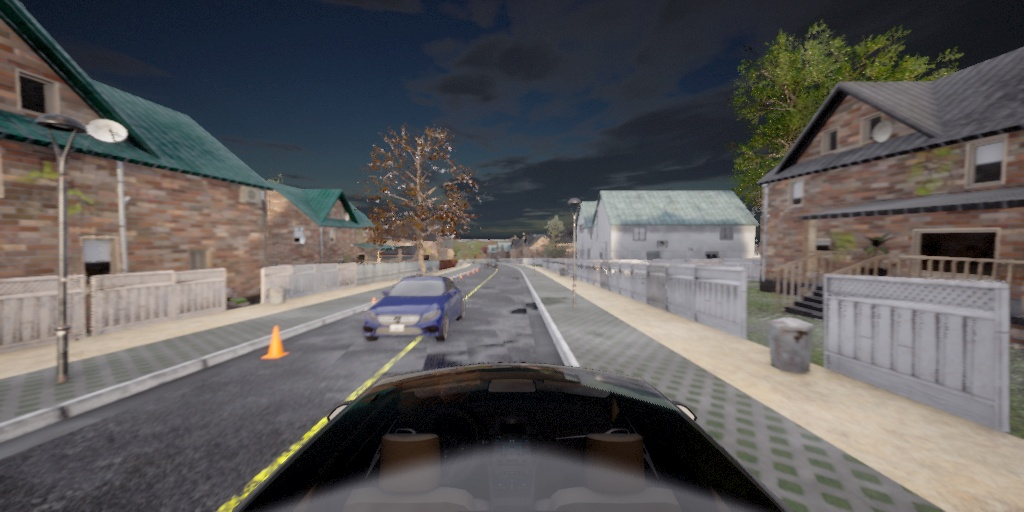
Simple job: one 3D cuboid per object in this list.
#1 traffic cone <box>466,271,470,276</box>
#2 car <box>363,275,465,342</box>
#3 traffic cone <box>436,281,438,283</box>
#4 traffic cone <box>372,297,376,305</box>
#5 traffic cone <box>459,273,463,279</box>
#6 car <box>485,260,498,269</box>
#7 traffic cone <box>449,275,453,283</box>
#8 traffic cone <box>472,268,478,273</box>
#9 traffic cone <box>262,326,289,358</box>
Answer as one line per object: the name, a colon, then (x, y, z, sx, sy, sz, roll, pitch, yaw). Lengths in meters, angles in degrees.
traffic cone: (-4.554, 1.740, 37.218, 0.340, 0.580, 0.340, 0, 0, 0)
car: (-2.428, 1.269, 9.925, 1.812, 1.442, 4.674, 0, 0, 0)
traffic cone: (-4.638, 1.706, 22.196, 0.340, 0.580, 0.340, 0, 0, 0)
traffic cone: (-4.693, 1.698, 12.183, 0.340, 0.580, 0.340, 0, 0, 0)
traffic cone: (-4.582, 1.725, 32.211, 0.340, 0.580, 0.340, 0, 0, 0)
car: (-3.550, 1.385, 60.869, 1.837, 1.490, 4.892, 0, -1, -11)
traffic cone: (-4.610, 1.714, 27.204, 0.340, 0.580, 0.340, 0, 0, 0)
traffic cone: (-4.538, 1.758, 42.207, 0.340, 0.580, 0.340, 0, 0, 0)
traffic cone: (-4.718, 1.699, 7.172, 0.340, 0.580, 0.340, 0, 0, 0)
